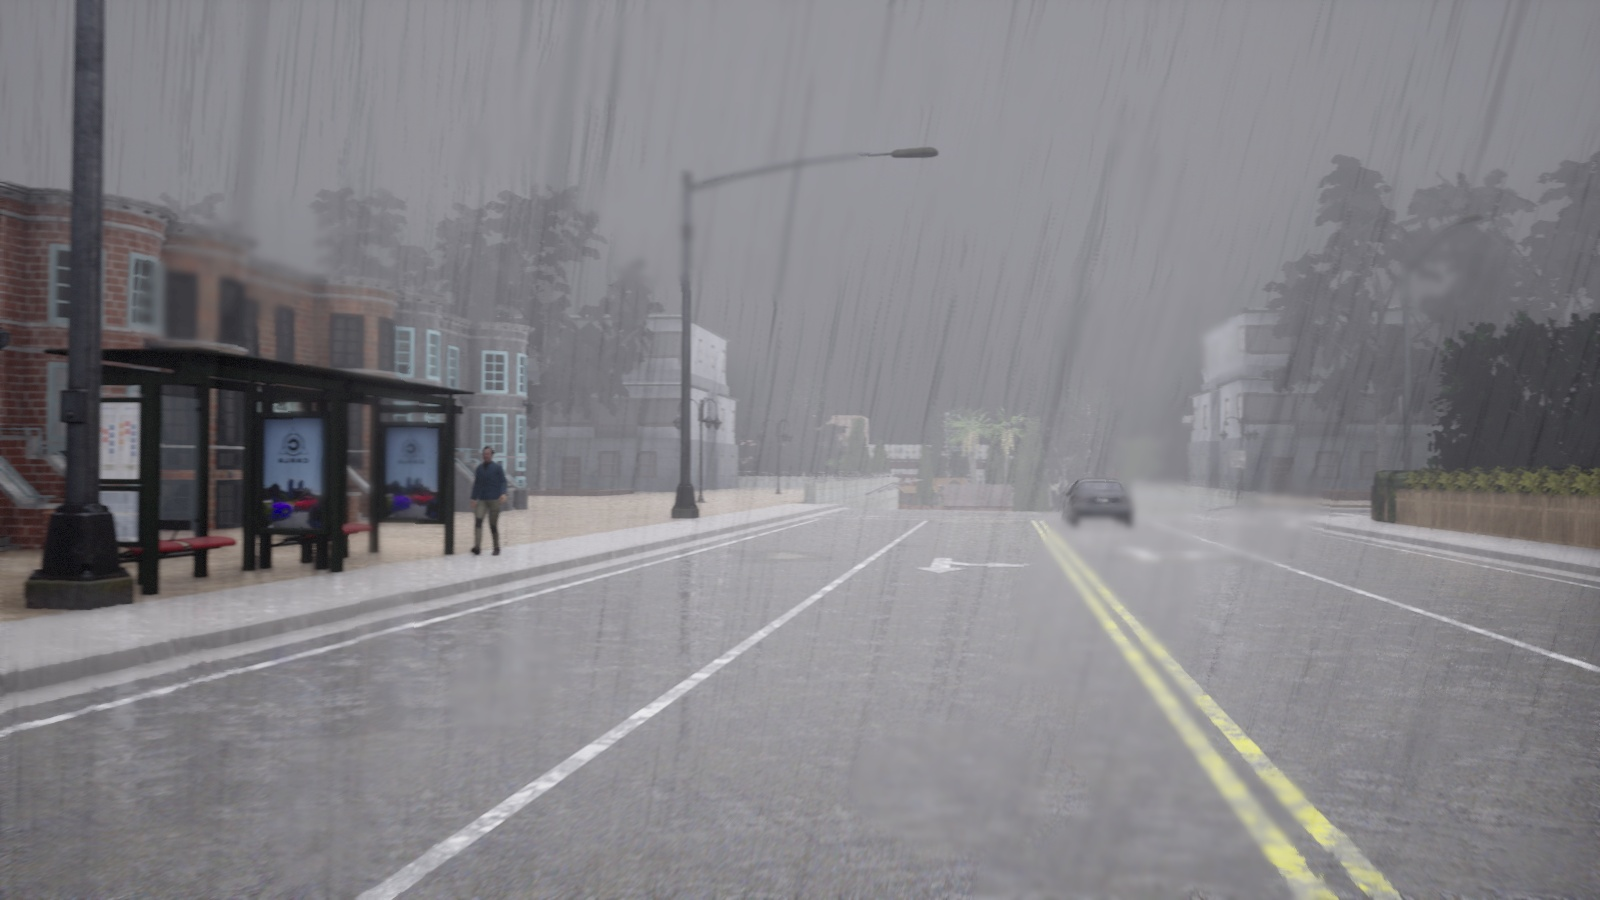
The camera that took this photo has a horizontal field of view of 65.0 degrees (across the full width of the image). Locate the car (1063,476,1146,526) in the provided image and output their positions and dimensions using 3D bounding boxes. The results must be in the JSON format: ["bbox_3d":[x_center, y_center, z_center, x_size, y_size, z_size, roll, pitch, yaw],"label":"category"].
[{"bbox_3d":[9.173,1.495,38.264,2.033,1.411,5.357,0,-1,9],"label":"car"}]

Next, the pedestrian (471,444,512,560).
[{"bbox_3d":[-5.011,0.838,20.402,0.402,1.842,0.726,0,-1,8],"label":"pedestrian"}]
